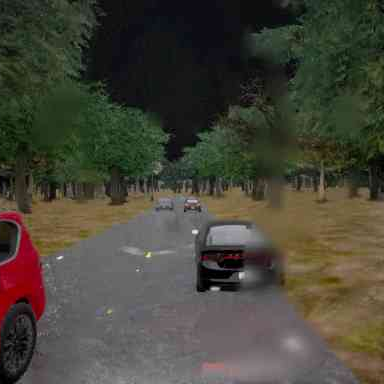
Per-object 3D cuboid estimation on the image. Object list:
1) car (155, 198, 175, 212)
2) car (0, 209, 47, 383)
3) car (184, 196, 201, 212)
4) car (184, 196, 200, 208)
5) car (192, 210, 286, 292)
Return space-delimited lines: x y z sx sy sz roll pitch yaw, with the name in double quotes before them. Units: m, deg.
"car" -3.062 1.428 38.071 1.837 1.490 4.892 0 0 0
"car" -3.103 1.222 2.428 2.150 2.045 5.566 0 0 0
"car" 0.047 1.453 37.048 1.812 1.442 4.674 0 0 0
"car" -0.029 1.368 47.170 2.128 1.511 4.902 0 0 0
"car" 1.036 1.477 8.956 1.882 1.535 5.008 0 0 0
